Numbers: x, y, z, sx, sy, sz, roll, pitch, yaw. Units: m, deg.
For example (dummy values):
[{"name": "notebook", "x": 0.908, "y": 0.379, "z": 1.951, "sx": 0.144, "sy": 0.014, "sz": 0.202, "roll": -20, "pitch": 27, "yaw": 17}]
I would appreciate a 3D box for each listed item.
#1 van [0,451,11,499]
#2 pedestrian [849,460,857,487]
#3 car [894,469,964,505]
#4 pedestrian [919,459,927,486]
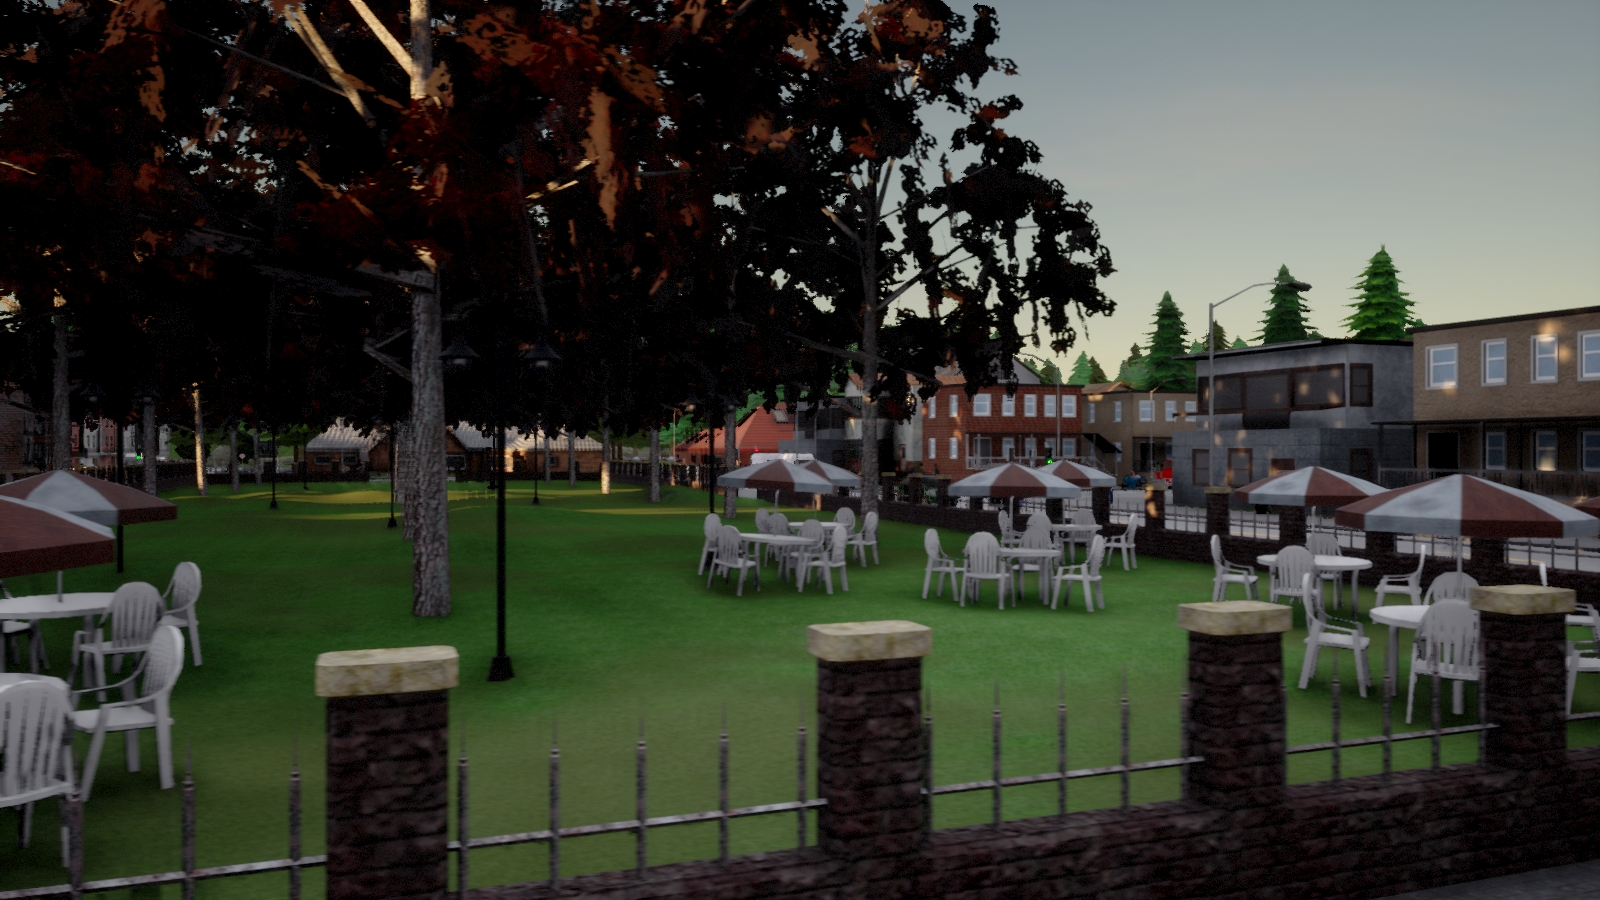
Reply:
[{"name": "van", "x": -42.906, "y": 1.314, "z": 59.080, "sx": 1.988, "sy": 2.561, "sz": 5.915, "roll": 0, "pitch": 0, "yaw": -20}, {"name": "pedestrian", "x": 3.672, "y": 1.629, "z": 79.004, "sx": 0.375, "sy": 1.860, "sz": 0.375, "roll": 0, "pitch": 0, "yaw": 43}, {"name": "car", "x": 6.302, "y": 1.780, "z": 56.325, "sx": 1.851, "sy": 1.617, "sz": 3.988, "roll": 0, "pitch": 0, "yaw": -20}, {"name": "pedestrian", "x": 8.304, "y": 1.519, "z": 77.088, "sx": 0.375, "sy": 1.860, "sz": 0.375, "roll": 0, "pitch": 0, "yaw": -15}]
